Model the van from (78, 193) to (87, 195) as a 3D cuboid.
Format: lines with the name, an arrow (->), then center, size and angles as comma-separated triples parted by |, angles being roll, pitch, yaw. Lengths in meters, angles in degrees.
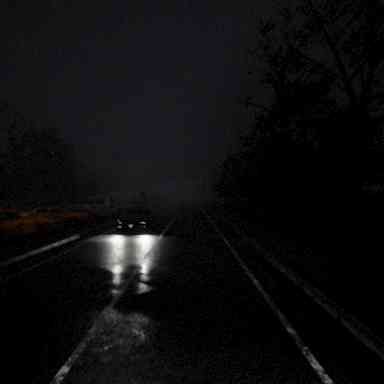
van -> -23.270, 1.244, 68.155 | 4.442, 1.987, 1.878 | 1, 0, 0

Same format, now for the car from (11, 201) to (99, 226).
car -> -9.998, 1.684, 24.489 | 5.366, 1.575, 1.946 | 0, -1, 0

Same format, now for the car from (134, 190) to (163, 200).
car -> -10.302, 1.257, 79.329 | 5.566, 2.045, 2.435 | 0, 0, 0

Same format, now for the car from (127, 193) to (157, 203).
car -> -10.287, 1.500, 68.187 | 4.792, 1.488, 2.163 | 0, 0, 0

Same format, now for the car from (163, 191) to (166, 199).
car -> -10.200, 1.273, 90.478 | 4.553, 1.767, 2.185 | 0, 1, 0

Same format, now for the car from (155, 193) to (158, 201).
car -> -10.335, 1.516, 70.971 | 4.792, 1.488, 2.163 | 0, 0, 0

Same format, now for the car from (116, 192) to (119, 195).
car -> -23.306, 1.399, 90.348 | 5.008, 1.535, 2.097 | 0, 1, 0

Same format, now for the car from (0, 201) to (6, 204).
car -> -23.200, 1.859, 35.639 | 4.792, 1.488, 2.163 | 0, -1, 0

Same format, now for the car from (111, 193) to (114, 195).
car -> -23.304, 1.504, 84.768 | 4.792, 1.488, 2.163 | 0, 0, 0

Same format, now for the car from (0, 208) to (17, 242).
car -> -10.210, 1.563, 13.397 | 4.892, 1.521, 2.231 | 0, -1, 0

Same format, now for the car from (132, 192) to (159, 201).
car -> -10.326, 1.376, 73.757 | 4.553, 1.767, 2.185 | 0, 0, 0

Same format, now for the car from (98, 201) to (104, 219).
car -> -10.181, 1.724, 27.265 | 4.892, 1.521, 2.231 | 0, -1, 0

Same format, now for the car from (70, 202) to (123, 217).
car -> -10.155, 1.831, 35.593 | 5.008, 1.535, 2.097 | 0, -1, 0

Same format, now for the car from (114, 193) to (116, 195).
car -> -23.317, 1.441, 87.559 | 5.008, 1.535, 2.097 | 0, 1, 0

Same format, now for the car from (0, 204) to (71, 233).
car -> -10.015, 1.612, 18.817 | 5.366, 1.575, 1.946 | 0, -1, 0

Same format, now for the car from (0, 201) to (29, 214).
car -> -23.209, 1.900, 41.056 | 5.008, 1.535, 2.097 | 0, -1, 0

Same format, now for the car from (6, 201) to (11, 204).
car -> -23.253, 1.739, 38.286 | 4.553, 1.767, 2.185 | 0, -1, 0

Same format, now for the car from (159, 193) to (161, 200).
car -> -10.279, 1.509, 76.536 | 5.008, 1.535, 2.097 | 0, 0, 0

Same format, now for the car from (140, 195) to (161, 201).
car -> -10.257, 1.498, 82.119 | 4.892, 1.521, 2.231 | 0, 0, 0

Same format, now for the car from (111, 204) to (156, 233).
car -> -3.368, 1.638, 20.705 | 1.837, 1.490, 4.892 | 0, 0, 0

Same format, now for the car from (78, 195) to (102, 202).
car -> -23.393, 1.536, 76.524 | 4.792, 1.488, 2.163 | 0, 0, 0

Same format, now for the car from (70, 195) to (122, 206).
car -> -10.187, 1.544, 32.821 | 5.566, 2.045, 2.435 | 0, -1, 0

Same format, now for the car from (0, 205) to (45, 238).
car -> -10.394, 1.584, 16.165 | 5.366, 1.575, 1.946 | 0, -1, 0

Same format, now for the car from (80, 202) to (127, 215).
car -> -10.113, 1.897, 38.369 | 4.792, 1.488, 2.163 | 0, -1, 0

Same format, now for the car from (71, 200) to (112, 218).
car -> -10.352, 1.756, 30.042 | 5.366, 1.575, 1.946 | 0, -1, 0
